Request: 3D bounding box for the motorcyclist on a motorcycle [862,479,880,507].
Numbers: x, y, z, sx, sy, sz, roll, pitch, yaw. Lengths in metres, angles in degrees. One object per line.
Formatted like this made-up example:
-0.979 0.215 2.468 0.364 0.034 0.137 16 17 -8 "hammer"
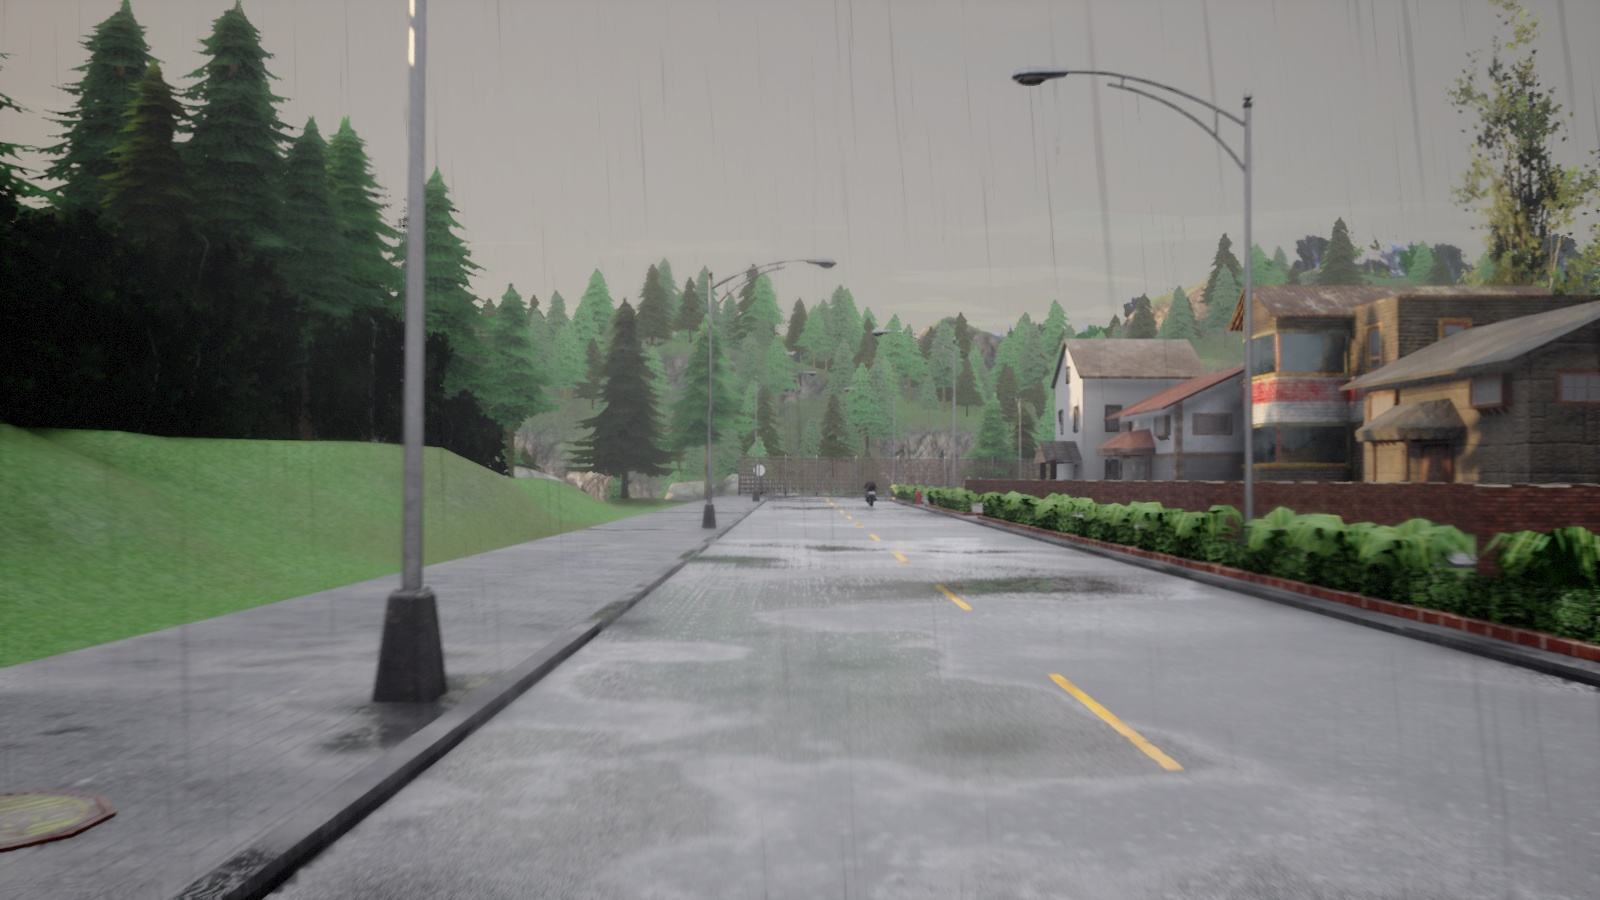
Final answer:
3.879 2.336 68.854 0.866 1.530 2.191 0 -1 0 "motorcyclist on a motorcycle"
